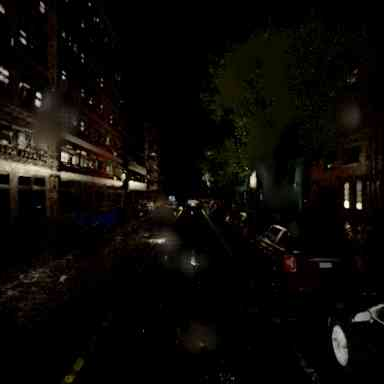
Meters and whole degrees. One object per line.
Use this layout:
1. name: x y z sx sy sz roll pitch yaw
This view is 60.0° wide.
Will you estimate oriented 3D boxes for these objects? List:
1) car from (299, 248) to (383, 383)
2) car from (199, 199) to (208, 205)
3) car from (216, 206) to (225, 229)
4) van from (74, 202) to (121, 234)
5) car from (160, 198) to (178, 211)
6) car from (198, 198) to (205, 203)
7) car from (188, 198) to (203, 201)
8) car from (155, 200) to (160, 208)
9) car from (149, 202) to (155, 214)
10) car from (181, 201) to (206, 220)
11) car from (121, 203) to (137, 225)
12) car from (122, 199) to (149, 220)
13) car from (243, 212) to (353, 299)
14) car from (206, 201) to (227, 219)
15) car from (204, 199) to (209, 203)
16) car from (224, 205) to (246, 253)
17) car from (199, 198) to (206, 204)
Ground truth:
1. car: 2.690 1.575 2.920 2.008 1.369 4.403 0 0 0
2. car: 2.686 2.225 76.974 1.887 1.381 4.507 0 -1 0
3. car: 2.689 1.743 20.010 1.802 1.307 4.206 0 0 0
4. van: -5.693 1.502 20.013 1.690 1.788 3.998 0 0 0
5. car: -3.002 1.932 47.055 1.837 1.490 4.892 0 -1 0
6. car: 2.684 2.401 94.064 1.887 1.381 4.507 0 -1 0
7. car: 0.055 1.880 45.956 2.128 1.511 4.902 0 0 0
8. car: -5.693 1.910 42.797 2.008 1.369 4.403 0 -1 0
9. car: -5.693 1.873 37.101 1.947 1.339 4.313 0 0 0
10. car: 0.017 1.822 31.480 1.994 1.385 4.181 0 0 0
11. car: -5.692 1.790 25.708 1.802 1.307 4.206 0 0 0
12. car: -5.693 1.572 31.406 2.192 1.841 5.009 0 0 0
13. car: 2.689 1.510 8.618 1.967 1.590 4.097 0 0 0
14. car: 2.688 1.808 31.403 2.008 1.369 4.403 0 0 0
15. car: 2.687 1.747 37.101 1.967 1.590 4.097 0 -1 0
16. car: 2.689 1.555 14.314 1.967 1.590 4.097 0 0 0
17. car: 2.685 2.379 88.367 1.802 1.307 4.206 0 -1 0
